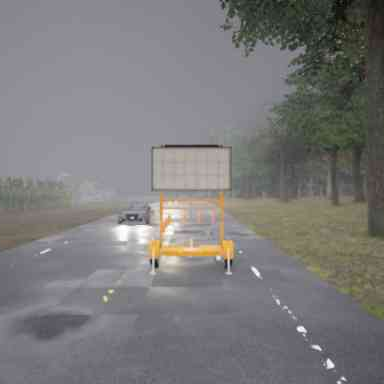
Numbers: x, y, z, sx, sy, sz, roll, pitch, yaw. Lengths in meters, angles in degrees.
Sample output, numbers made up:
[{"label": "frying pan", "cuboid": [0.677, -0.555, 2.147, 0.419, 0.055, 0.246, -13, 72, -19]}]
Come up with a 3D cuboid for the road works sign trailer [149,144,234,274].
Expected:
[{"label": "road works sign trailer", "cuboid": [-0.016, 0.364, 10.138, 2.380, 3.560, 2.880, 0, 0, 0]}]

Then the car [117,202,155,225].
[{"label": "car", "cuboid": [-3.636, 1.367, 22.185, 1.994, 1.385, 4.181, 0, 0, 0]}]

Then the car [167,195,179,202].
[{"label": "car", "cuboid": [-3.642, 1.233, 64.591, 1.994, 1.385, 4.181, 0, 0, 0]}]
